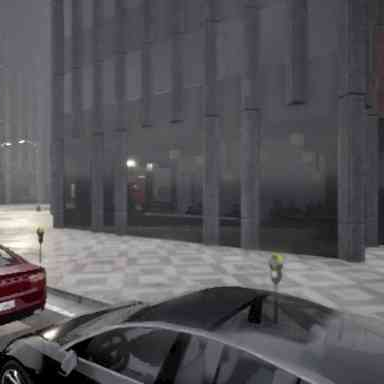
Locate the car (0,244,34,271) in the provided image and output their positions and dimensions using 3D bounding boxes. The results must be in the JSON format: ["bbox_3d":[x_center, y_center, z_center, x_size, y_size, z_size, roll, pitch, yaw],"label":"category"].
[{"bbox_3d":[-4.531,1.531,6.196,4.507,1.381,1.887,0,0,35],"label":"car"}]

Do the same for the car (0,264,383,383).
[{"bbox_3d":[0.058,1.563,2.923,4.313,1.339,1.947,0,0,35],"label":"car"}]
